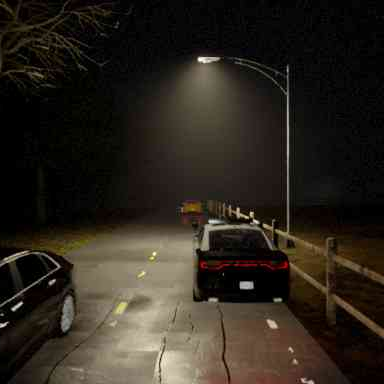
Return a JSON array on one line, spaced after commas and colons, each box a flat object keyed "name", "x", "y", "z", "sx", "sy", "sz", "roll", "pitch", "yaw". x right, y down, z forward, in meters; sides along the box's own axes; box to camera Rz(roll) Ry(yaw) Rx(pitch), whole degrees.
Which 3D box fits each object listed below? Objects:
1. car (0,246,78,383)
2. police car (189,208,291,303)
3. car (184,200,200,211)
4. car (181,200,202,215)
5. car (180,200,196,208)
[{"name": "car", "x": -2.852, "y": 1.511, "z": 3.832, "sx": 1.837, "sy": 1.490, "sz": 4.892, "roll": 0, "pitch": 0, "yaw": 0}, {"name": "police car", "x": 0.958, "y": 1.442, "z": 8.428, "sx": 1.930, "sy": 1.638, "sz": 5.238, "roll": 0, "pitch": 0, "yaw": 0}, {"name": "car", "x": -0.002, "y": 1.857, "z": 45.799, "sx": 2.033, "sy": 1.411, "sz": 5.357, "roll": 0, "pitch": -1, "yaw": 1}, {"name": "car", "x": 0.058, "y": 1.634, "z": 35.933, "sx": 1.882, "sy": 1.535, "sz": 5.008, "roll": 0, "pitch": -1, "yaw": 0}, {"name": "car", "x": -0.695, "y": 2.208, "z": 63.076, "sx": 1.812, "sy": 1.442, "sz": 4.674, "roll": -1, "pitch": -1, "yaw": 16}]
